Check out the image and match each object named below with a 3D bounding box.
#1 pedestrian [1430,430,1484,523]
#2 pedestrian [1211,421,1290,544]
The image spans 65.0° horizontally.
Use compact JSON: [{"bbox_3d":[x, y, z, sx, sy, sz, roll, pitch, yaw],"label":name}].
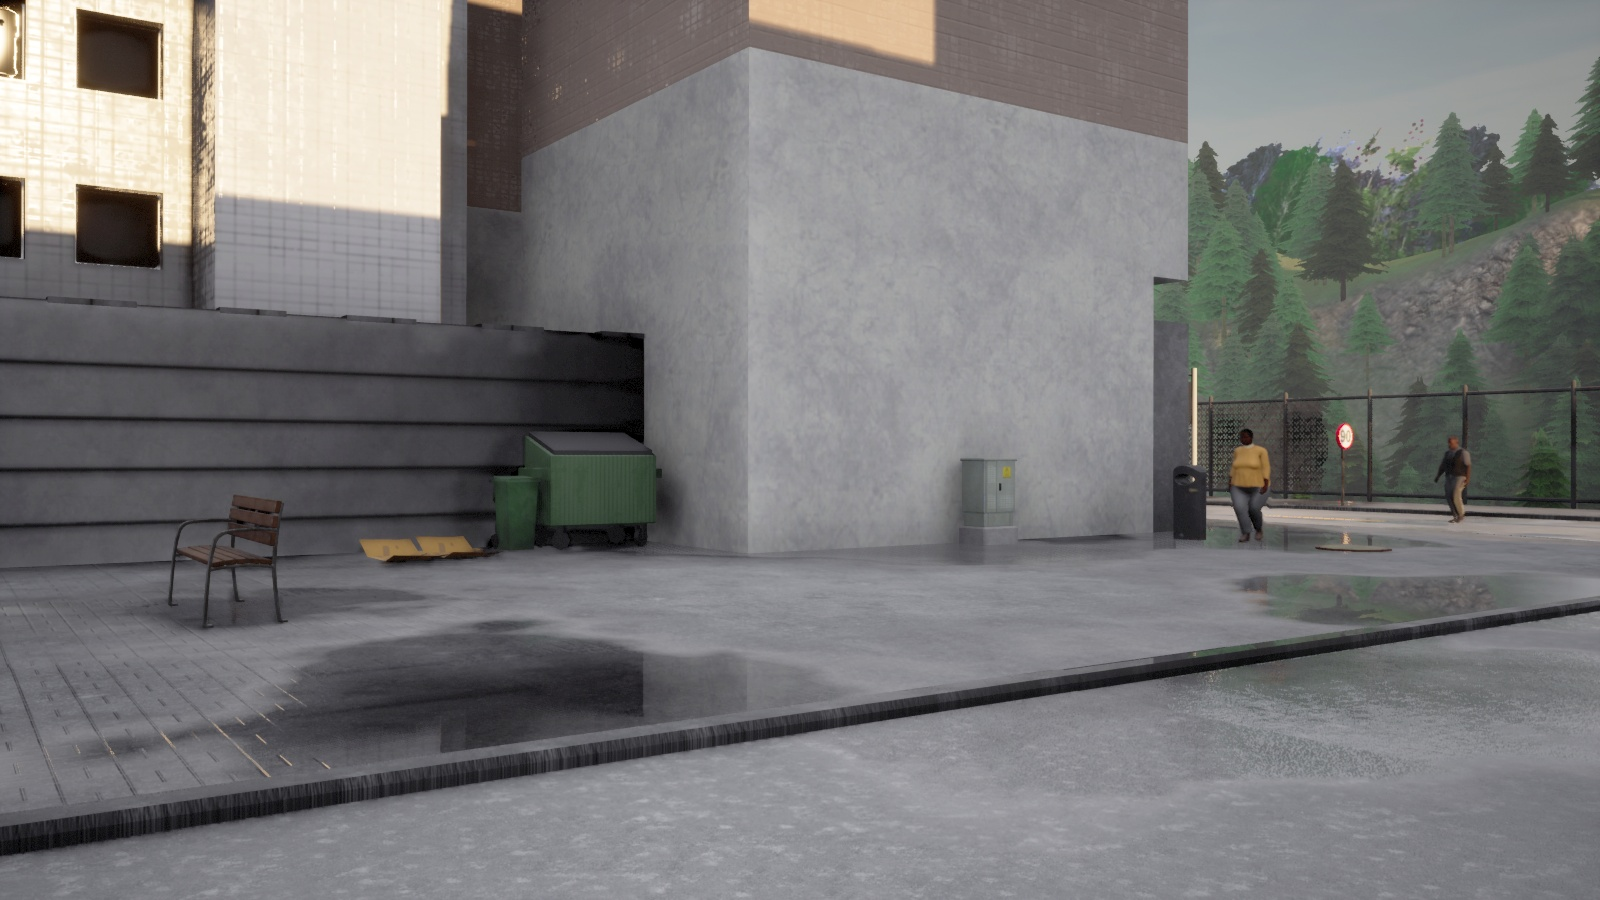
[{"bbox_3d":[13.597,0.541,25.995,0.849,1.883,0.563,0,0,-19],"label":"pedestrian"},{"bbox_3d":[7.049,0.496,19.638,0.874,1.855,0.900,0,0,43],"label":"pedestrian"}]
